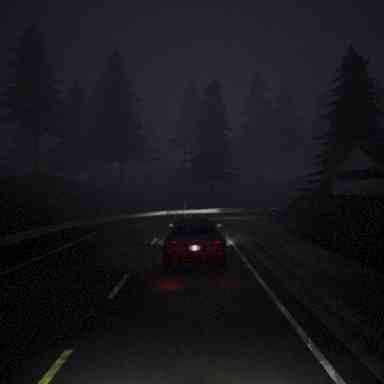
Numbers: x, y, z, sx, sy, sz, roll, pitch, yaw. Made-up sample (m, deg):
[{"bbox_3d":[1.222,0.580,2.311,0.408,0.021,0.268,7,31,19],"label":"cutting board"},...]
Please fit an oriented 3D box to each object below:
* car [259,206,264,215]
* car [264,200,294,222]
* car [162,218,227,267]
[{"bbox_3d":[8.397,1.500,29.642,4.902,1.511,2.128,0,0,-11],"label":"car"},{"bbox_3d":[8.507,1.483,25.949,5.008,1.535,1.882,0,-1,-18],"label":"car"},{"bbox_3d":[0.106,1.573,11.508,1.994,1.385,4.181,0,0,1],"label":"car"}]
